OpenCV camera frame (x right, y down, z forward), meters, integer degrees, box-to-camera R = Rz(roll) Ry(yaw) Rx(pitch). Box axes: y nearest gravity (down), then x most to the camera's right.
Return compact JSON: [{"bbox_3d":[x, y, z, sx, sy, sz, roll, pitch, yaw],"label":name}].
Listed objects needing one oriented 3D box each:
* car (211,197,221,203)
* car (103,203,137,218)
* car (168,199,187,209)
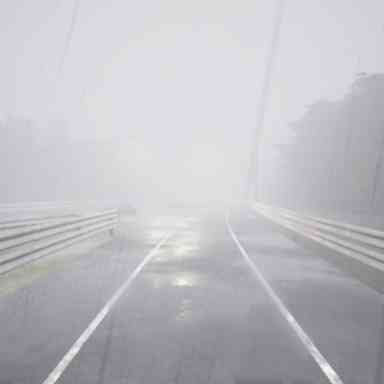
[{"bbox_3d":[5.627,1.892,78.148,2.128,1.511,4.902,0,0,16],"label":"car"},{"bbox_3d":[-7.056,1.770,32.768,1.812,1.442,4.674,-1,-1,16],"label":"car"},{"bbox_3d":[-2.215,1.781,50.097,1.812,1.442,4.674,-1,0,16],"label":"car"}]
